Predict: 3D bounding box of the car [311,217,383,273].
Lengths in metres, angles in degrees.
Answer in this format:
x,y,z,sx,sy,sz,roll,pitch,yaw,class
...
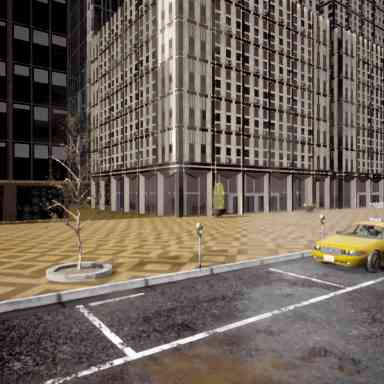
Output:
x,y,z,sx,sy,sz,roll,pitch,yaw,class
5.780,1.526,10.677,4.829,1.417,1.752,0,0,-35,car
